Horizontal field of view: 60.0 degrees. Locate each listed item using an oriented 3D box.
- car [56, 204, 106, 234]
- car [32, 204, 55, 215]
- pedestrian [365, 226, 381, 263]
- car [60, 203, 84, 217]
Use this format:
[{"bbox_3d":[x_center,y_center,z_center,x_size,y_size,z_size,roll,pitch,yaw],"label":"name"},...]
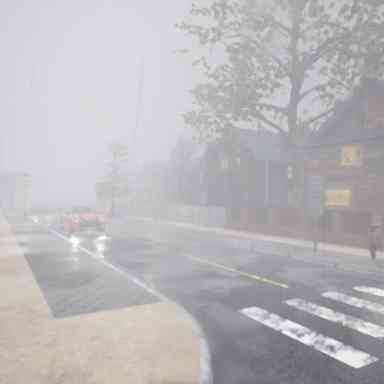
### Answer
[{"bbox_3d":[-7.060,1.617,21.386,2.097,1.767,4.553,1,-1,-30],"label":"car"},{"bbox_3d":[-18.920,2.187,41.726,1.895,1.301,4.718,1,-2,-30],"label":"car"},{"bbox_3d":[5.869,1.341,10.771,0.375,1.860,0.375,1,-1,-30],"label":"pedestrian"},{"bbox_3d":[-14.285,2.111,39.381,1.812,1.442,4.674,1,-2,-30],"label":"car"}]
